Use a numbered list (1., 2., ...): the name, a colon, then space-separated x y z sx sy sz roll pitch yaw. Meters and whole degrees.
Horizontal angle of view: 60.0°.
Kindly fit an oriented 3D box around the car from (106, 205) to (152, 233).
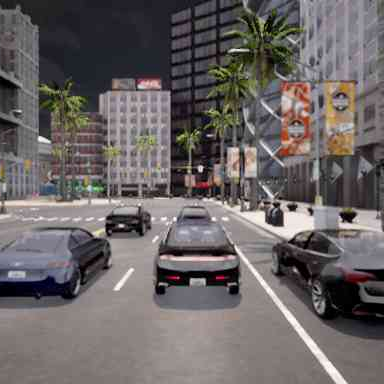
1. car: -3.386 1.467 18.409 1.882 1.535 5.008 0 0 0

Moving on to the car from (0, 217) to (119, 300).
1. car: -3.392 1.559 8.439 1.994 1.385 4.181 0 0 0

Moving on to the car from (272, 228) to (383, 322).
1. car: 3.197 1.508 7.356 2.161 1.482 4.786 0 0 -1

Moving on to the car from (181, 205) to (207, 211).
1. car: 0.114 1.494 18.136 1.837 1.490 4.892 0 0 0

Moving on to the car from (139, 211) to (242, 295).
1. car: 0.107 1.486 8.714 2.128 1.511 4.902 0 0 0
